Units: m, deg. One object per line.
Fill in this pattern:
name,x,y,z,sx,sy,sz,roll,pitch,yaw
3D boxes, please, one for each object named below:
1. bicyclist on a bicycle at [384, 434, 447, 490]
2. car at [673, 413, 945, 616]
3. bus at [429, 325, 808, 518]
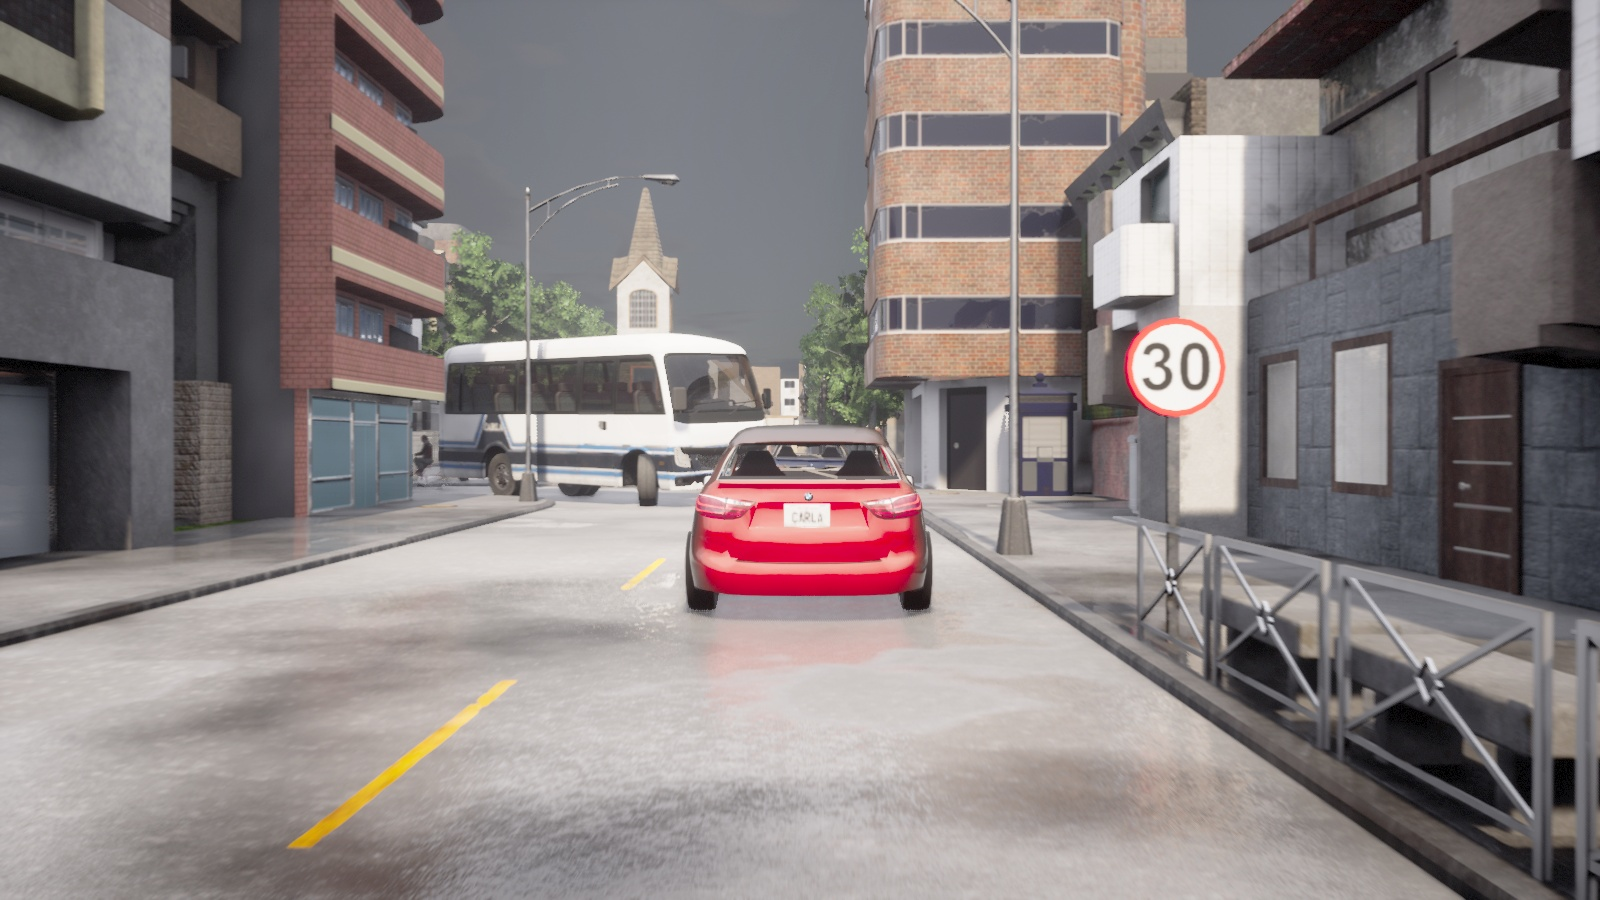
bicyclist on a bicycle,-12.485,0.377,40.809,1.843,1.776,0.659,0,1,4
car,0.086,0.520,12.651,2.242,1.667,4.611,0,0,0
bus,-4.985,-0.827,32.635,10.273,4.253,3.944,2,4,41
